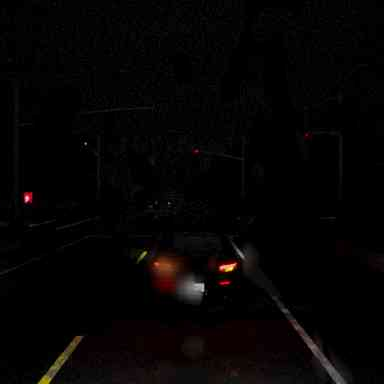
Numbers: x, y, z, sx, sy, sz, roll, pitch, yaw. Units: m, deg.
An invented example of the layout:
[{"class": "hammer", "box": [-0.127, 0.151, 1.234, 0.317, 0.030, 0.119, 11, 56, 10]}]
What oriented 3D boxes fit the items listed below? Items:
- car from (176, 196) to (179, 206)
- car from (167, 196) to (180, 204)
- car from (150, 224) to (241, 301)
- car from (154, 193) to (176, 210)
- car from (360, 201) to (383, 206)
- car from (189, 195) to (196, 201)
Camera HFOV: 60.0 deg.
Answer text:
[{"class": "car", "box": [-3.531, 1.221, 52.924, 2.150, 2.045, 5.566, 0, 0, 0]}, {"class": "car", "box": [-3.481, 1.491, 63.159, 2.128, 1.511, 4.902, 0, 0, 0]}, {"class": "car", "box": [0.082, 1.526, 8.183, 1.812, 1.442, 4.674, 0, 0, 0]}, {"class": "car", "box": [-3.546, 1.352, 42.395, 2.097, 1.767, 4.553, 0, 0, 0]}, {"class": "car", "box": [15.573, 1.528, 28.741, 5.357, 1.411, 2.033, 0, 0, -6]}, {"class": "car", "box": [0.095, 1.525, 80.977, 2.128, 1.511, 4.902, 0, 0, 0]}]
